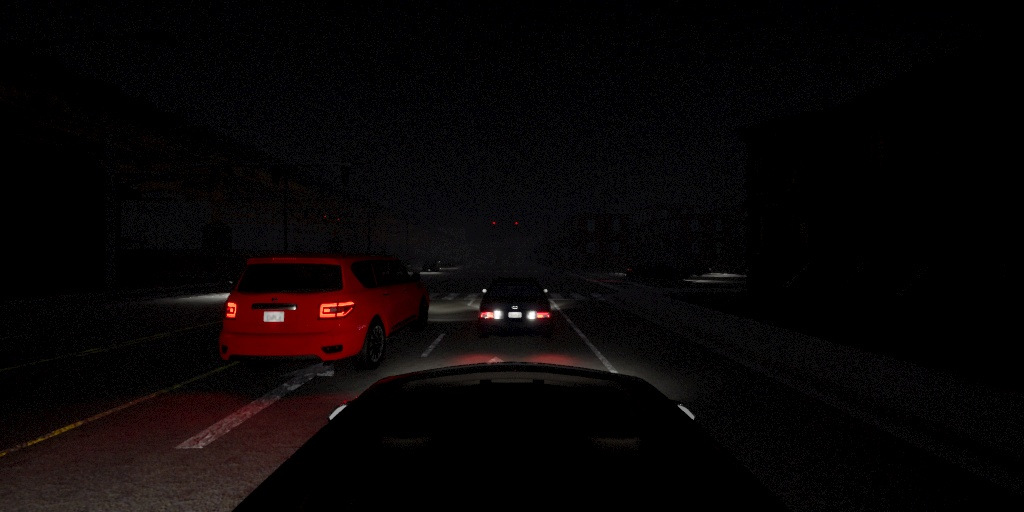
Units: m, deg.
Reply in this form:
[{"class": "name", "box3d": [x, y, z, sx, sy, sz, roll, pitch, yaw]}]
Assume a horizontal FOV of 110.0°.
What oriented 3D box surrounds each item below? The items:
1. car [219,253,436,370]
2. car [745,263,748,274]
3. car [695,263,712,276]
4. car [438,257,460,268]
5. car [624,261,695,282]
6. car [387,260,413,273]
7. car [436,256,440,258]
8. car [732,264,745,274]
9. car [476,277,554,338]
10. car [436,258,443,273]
[{"class": "car", "box3d": [-3.425, 0.971, 7.872, 2.150, 2.045, 5.566, 0, 0, 0]}, {"class": "car", "box3d": [26.557, 1.351, 35.876, 4.718, 1.301, 1.895, 0, 0, 0]}, {"class": "car", "box3d": [17.001, 1.297, 35.885, 5.357, 1.411, 2.033, 0, 0, 0]}, {"class": "car", "box3d": [-10.572, 1.227, 60.277, 1.882, 1.535, 5.008, 0, 0, 0]}, {"class": "car", "box3d": [11.591, 1.255, 28.819, 4.892, 1.490, 1.837, 0, 0, 2]}, {"class": "car", "box3d": [-14.094, 1.255, 45.353, 1.837, 1.490, 4.892, 0, 0, 0]}, {"class": "car", "box3d": [-14.050, 0.967, 63.748, 2.150, 2.045, 5.566, 0, 1, 1]}, {"class": "car", "box3d": [26.835, 1.255, 39.374, 4.892, 1.490, 1.837, 0, 0, 0]}, {"class": "car", "box3d": [0.084, 1.297, 10.125, 2.033, 1.411, 5.357, 0, 0, 0]}, {"class": "car", "box3d": [-10.003, 1.297, 44.238, 2.033, 1.411, 5.357, 0, 0, -8]}]
